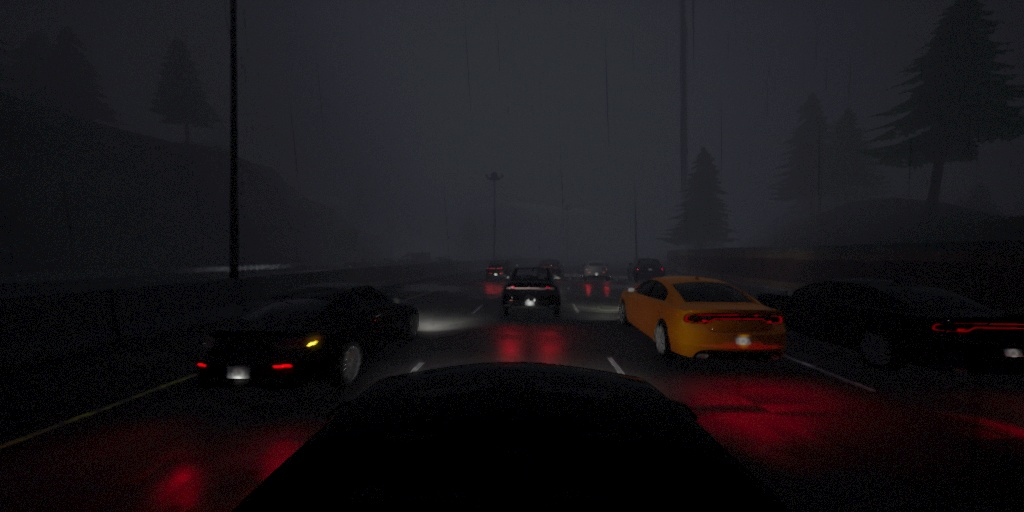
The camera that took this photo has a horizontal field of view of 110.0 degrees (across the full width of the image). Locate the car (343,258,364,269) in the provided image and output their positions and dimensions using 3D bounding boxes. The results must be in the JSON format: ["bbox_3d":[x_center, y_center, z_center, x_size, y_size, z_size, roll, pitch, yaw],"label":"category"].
[{"bbox_3d":[-18.471,0.892,44.244,1.895,1.301,4.718,0,1,16],"label":"car"}]

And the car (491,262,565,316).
[{"bbox_3d":[0.737,1.143,12.854,2.128,1.511,4.902,0,0,5],"label":"car"}]

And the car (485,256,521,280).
[{"bbox_3d":[-0.683,1.019,27.547,1.837,1.490,4.892,0,1,11],"label":"car"}]

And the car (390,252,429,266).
[{"bbox_3d":[-11.620,0.555,42.787,2.150,2.045,5.566,0,0,16],"label":"car"}]

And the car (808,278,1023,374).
[{"bbox_3d":[7.353,1.203,7.627,1.882,1.535,5.008,0,1,3],"label":"car"}]

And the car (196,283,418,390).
[{"bbox_3d":[-3.215,1.218,6.646,1.812,1.442,4.674,0,1,3],"label":"car"}]

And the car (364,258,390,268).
[{"bbox_3d":[-15.199,0.880,42.904,1.994,1.385,4.181,0,0,16],"label":"car"}]

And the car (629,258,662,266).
[{"bbox_3d":[9.793,0.917,26.422,2.097,1.767,4.553,0,1,11],"label":"car"}]

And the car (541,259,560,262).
[{"bbox_3d":[3.131,0.995,28.764,1.882,1.535,5.008,0,1,12],"label":"car"}]

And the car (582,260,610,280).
[{"bbox_3d":[6.524,1.064,27.943,1.812,1.442,4.674,0,1,12],"label":"car"}]

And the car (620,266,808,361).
[{"bbox_3d":[3.884,1.184,8.272,1.882,1.535,5.008,0,1,3],"label":"car"}]

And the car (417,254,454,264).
[{"bbox_3d":[-8.388,0.849,41.304,2.128,1.511,4.902,0,1,16],"label":"car"}]
